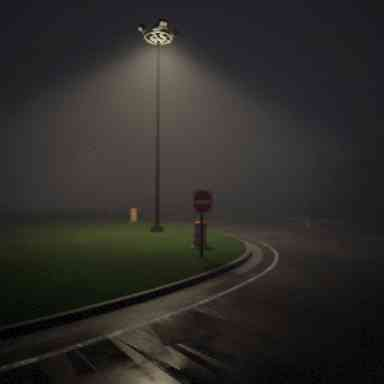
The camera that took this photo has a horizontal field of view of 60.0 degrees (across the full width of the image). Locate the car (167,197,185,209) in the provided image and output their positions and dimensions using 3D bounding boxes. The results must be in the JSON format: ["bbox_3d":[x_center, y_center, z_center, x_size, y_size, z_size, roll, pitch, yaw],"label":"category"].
[{"bbox_3d":[-3.247,2.081,56.528,1.812,1.442,4.674,0,-1,-21],"label":"car"}]

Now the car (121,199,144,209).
[{"bbox_3d":[-9.652,1.976,53.686,1.882,1.535,5.008,0,-1,-22],"label":"car"}]

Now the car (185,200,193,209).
[{"bbox_3d":[0.037,2.060,57.736,1.882,1.535,5.008,0,-1,-22],"label":"car"}]

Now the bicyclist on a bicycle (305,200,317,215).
[{"bbox_3d":[12.999,1.726,36.351,1.656,1.620,0.582,0,-1,-22],"label":"bicyclist on a bicycle"}]

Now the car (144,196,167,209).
[{"bbox_3d":[-6.347,1.747,54.872,2.150,2.045,5.566,0,-1,-20],"label":"car"}]

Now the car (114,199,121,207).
[{"bbox_3d":[-13.619,2.126,63.384,2.033,1.411,5.357,0,-1,-22],"label":"car"}]

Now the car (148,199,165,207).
[{"bbox_3d":[-7.128,2.125,66.004,2.128,1.511,4.902,0,-1,-22],"label":"car"}]

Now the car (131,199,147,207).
[{"bbox_3d":[-10.373,2.084,64.695,1.882,1.535,5.008,0,-1,-22],"label":"car"}]
